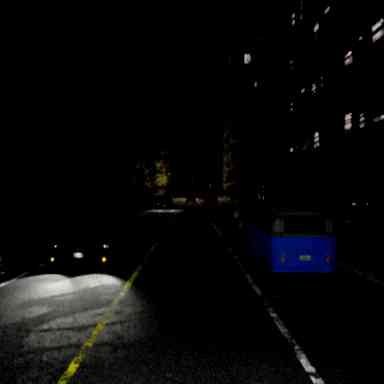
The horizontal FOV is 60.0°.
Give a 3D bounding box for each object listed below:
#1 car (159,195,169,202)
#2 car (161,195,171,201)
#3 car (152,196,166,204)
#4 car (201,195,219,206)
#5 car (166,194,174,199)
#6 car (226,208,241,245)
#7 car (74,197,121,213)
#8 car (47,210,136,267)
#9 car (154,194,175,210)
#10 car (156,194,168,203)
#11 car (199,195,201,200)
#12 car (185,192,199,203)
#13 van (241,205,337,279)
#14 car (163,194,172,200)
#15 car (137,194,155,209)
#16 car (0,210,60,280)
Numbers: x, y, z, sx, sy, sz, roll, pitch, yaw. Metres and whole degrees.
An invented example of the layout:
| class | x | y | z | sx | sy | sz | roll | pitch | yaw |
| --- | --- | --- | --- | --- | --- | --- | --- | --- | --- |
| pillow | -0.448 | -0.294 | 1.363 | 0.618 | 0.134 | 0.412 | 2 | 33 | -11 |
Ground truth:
| class | x | y | z | sx | sy | sz | roll | pitch | yaw |
| --- | --- | --- | --- | --- | --- | --- | --- | --- | --- |
| car | -5.903 | 1.387 | 70.575 | 1.802 | 1.307 | 4.206 | 0 | 0 | 0 |
| car | -5.920 | 1.318 | 75.943 | 1.752 | 1.417 | 4.829 | 0 | 0 | 0 |
| car | -5.870 | 1.397 | 59.498 | 1.947 | 1.339 | 4.313 | 0 | 0 | 0 |
| car | 2.848 | 1.206 | 49.777 | 2.097 | 1.767 | 4.553 | 0 | 0 | 0 |
| car | -6.048 | 1.307 | 92.728 | 2.008 | 1.369 | 4.403 | 0 | 0 | 0 |
| car | 2.647 | 1.392 | 15.217 | 1.967 | 1.590 | 4.097 | 0 | 0 | 0 |
| car | -5.750 | 1.253 | 20.727 | 2.192 | 1.841 | 5.009 | 0 | 0 | 0 |
| car | -3.112 | 1.529 | 11.094 | 1.994 | 1.385 | 4.181 | 0 | 0 | 0 |
| car | -3.218 | 1.383 | 41.532 | 1.837 | 1.490 | 4.892 | 0 | 0 | 0 |
| car | -5.886 | 1.258 | 65.036 | 1.967 | 1.590 | 4.097 | 0 | 0 | 0 |
| car | 2.443 | 1.329 | 81.680 | 2.008 | 1.369 | 4.403 | 0 | 0 | 0 |
| car | -0.179 | 1.324 | 64.020 | 1.837 | 1.490 | 4.892 | 0 | 0 | 0 |
| van | 2.664 | 1.310 | 9.678 | 1.690 | 1.788 | 3.998 | 0 | 0 | 0 |
| car | -5.937 | 1.220 | 81.653 | 1.967 | 1.590 | 4.097 | 0 | 0 | 0 |
| car | -5.818 | 1.190 | 42.881 | 2.192 | 1.841 | 5.009 | 0 | 0 | 0 |
| car | -5.717 | 1.411 | 9.650 | 1.967 | 1.590 | 4.097 | 0 | 0 | 0 |
